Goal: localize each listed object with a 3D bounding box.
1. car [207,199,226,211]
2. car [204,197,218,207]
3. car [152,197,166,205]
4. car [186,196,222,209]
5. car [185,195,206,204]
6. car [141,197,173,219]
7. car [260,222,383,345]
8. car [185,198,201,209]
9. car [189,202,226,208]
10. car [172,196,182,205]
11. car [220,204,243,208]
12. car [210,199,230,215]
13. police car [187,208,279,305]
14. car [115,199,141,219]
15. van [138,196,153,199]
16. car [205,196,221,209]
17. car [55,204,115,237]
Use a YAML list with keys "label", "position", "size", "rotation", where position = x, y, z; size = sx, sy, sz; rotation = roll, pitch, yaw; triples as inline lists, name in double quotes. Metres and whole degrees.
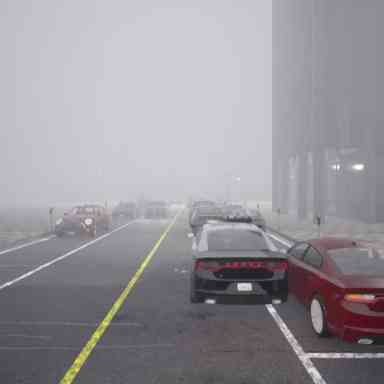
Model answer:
- label: "car"
  position: [2.883, 1.528, 40.293]
  size: [2.008, 1.369, 4.403]
  rotation: [0, 0, 0]
- label: "car"
  position: [2.918, 1.515, 51.575]
  size: [2.008, 1.369, 4.403]
  rotation: [0, 0, 0]
- label: "car"
  position: [-5.590, 1.508, 57.241]
  size: [2.008, 1.369, 4.403]
  rotation: [0, 0, 0]
- label: "car"
  position: [0.821, 1.342, 24.161]
  size: [2.097, 1.767, 4.553]
  rotation: [0, 0, 0]
- label: "car"
  position: [0.762, 1.438, 64.739]
  size: [1.882, 1.535, 5.008]
  rotation: [0, 0, 32]
- label: "car"
  position: [-3.008, 1.492, 29.280]
  size: [1.837, 1.490, 4.892]
  rotation: [0, 0, 0]
- label: "car"
  position: [2.778, 1.543, 6.449]
  size: [1.887, 1.381, 4.507]
  rotation: [0, 0, 0]
- label: "car"
  position: [0.169, 1.519, 45.849]
  size: [2.033, 1.411, 5.357]
  rotation: [0, 0, 1]
- label: "car"
  position: [0.891, 1.500, 18.190]
  size: [1.837, 1.490, 4.892]
  rotation: [0, 0, 0]
- label: "car"
  position: [-2.822, 1.449, 58.534]
  size: [2.128, 1.511, 4.902]
  rotation: [0, 0, 0]
- label: "car"
  position: [2.813, 1.545, 17.730]
  size: [2.008, 1.369, 4.403]
  rotation: [0, 0, 0]
- label: "car"
  position: [2.866, 1.508, 34.822]
  size: [1.752, 1.417, 4.829]
  rotation: [0, 0, 0]
- label: "police car"
  position: [0.911, 1.425, 8.300]
  size: [1.930, 1.638, 5.238]
  rotation: [0, 0, 0]
- label: "car"
  position: [-5.677, 1.553, 29.037]
  size: [1.947, 1.339, 4.313]
  rotation: [0, 0, 0]
- label: "van"
  position: [-5.643, 1.318, 40.318]
  size: [1.690, 1.788, 3.998]
  rotation: [0, 0, 0]
- label: "car"
  position: [2.900, 1.411, 45.934]
  size: [1.967, 1.590, 4.097]
  rotation: [0, 0, 0]
- label: "car"
  position: [-5.713, 1.434, 17.754]
  size: [1.967, 1.590, 4.097]
  rotation: [0, 0, 0]
